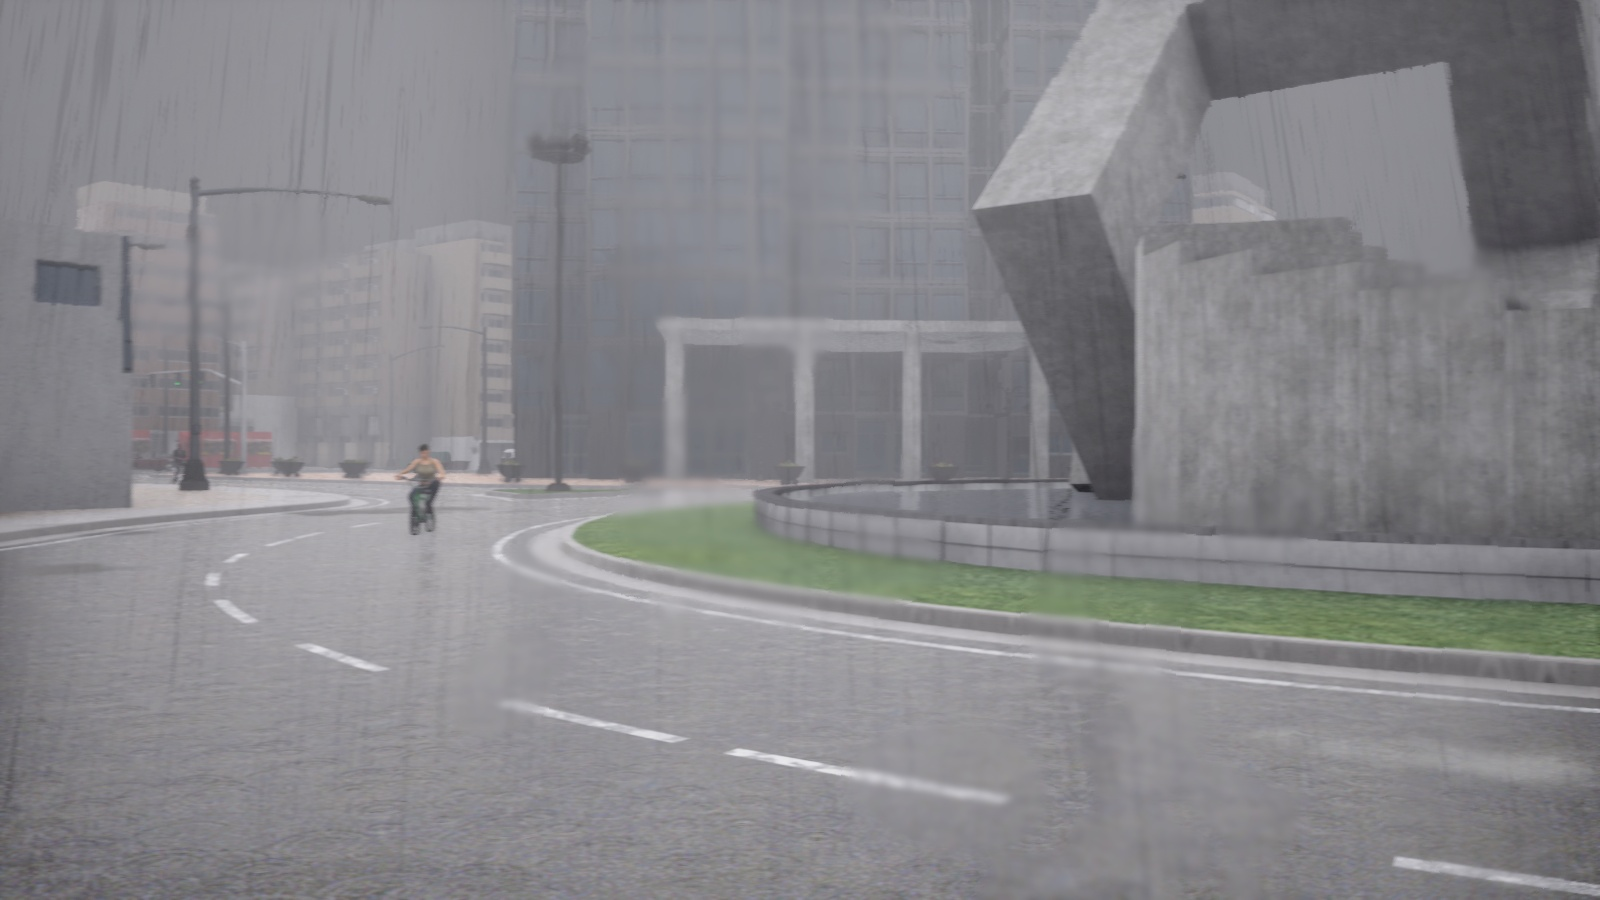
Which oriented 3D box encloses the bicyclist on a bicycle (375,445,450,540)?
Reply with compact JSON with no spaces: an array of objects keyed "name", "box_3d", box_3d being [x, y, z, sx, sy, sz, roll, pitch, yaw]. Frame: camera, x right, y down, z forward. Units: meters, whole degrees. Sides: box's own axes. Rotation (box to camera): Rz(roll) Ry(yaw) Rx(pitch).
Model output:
[{"name":"bicyclist on a bicycle","box_3d":[-6.801,0.719,22.117,0.866,1.612,1.509,1,0,-2]}]
